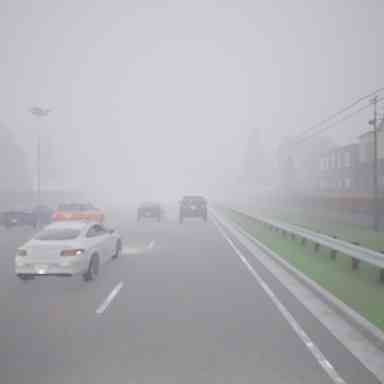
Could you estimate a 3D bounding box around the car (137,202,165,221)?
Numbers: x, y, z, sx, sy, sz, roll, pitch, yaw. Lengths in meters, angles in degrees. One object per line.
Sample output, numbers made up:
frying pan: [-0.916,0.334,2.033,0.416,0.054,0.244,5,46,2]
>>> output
car: [-3.405,1.547,28.243,1.882,1.535,5.008,0,0,0]

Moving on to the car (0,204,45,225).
car: [-10.404,1.532,21.977,1.882,1.535,5.008,0,0,0]

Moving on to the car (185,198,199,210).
car: [0.052,1.617,45.462,1.837,1.490,4.892,0,0,0]

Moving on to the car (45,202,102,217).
car: [-6.905,1.403,20.561,2.097,1.767,4.553,0,0,0]

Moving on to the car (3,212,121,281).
car: [-3.402,1.550,9.831,1.812,1.442,4.674,0,0,0]

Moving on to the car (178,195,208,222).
car: [0.092,1.288,26.897,2.150,2.045,5.566,0,0,0]
